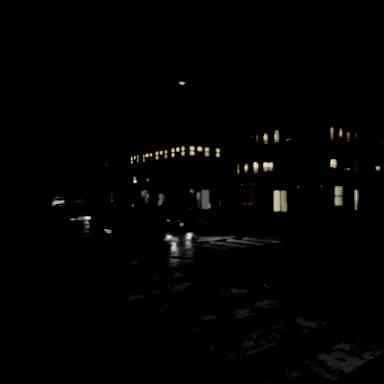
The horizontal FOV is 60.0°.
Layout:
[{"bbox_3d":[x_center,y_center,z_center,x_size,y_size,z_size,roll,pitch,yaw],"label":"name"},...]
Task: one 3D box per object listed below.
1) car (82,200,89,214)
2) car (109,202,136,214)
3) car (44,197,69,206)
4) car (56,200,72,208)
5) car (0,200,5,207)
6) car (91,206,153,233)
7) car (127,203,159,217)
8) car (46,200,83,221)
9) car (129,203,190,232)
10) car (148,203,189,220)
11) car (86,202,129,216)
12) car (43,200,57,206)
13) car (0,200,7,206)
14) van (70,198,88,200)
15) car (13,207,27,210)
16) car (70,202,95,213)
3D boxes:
[{"bbox_3d":[-13.233,1.975,37.921,1.812,1.442,4.674,-1,0,-35],"label":"car"},{"bbox_3d":[-8.778,1.989,41.624,1.802,1.307,4.206,-1,0,-35],"label":"car"},{"bbox_3d":[-23.834,1.887,58.385,2.150,2.045,5.566,-1,0,-35],"label":"car"},{"bbox_3d":[-24.788,2.243,64.199,1.887,1.381,4.507,-1,0,-35],"label":"car"},{"bbox_3d":[-41.230,2.373,72.895,1.967,1.590,4.097,-1,0,-35],"label":"car"},{"bbox_3d":[-4.484,1.827,20.870,1.947,1.339,4.313,-1,0,-35],"label":"car"},{"bbox_3d":[-5.577,1.929,37.109,1.802,1.307,4.206,-1,0,-35],"label":"car"},{"bbox_3d":[-12.415,1.855,32.260,1.967,1.590,4.097,-1,0,-35],"label":"car"},{"bbox_3d":[-2.034,1.726,22.116,2.128,1.511,4.902,-1,0,-35],"label":"car"},{"bbox_3d":[-2.375,1.837,32.594,2.008,1.369,4.403,-1,0,-35],"label":"car"},{"bbox_3d":[-7.525,1.818,29.860,1.882,1.535,5.008,-1,0,-35],"label":"car"},{"bbox_3d":[-31.191,2.376,73.230,1.947,1.339,4.313,-1,0,-35],"label":"car"},{"bbox_3d":[-44.430,2.539,77.411,2.008,1.369,4.403,-1,0,-35],"label":"car"},{"bbox_3d":[-18.389,1.925,55.169,1.690,1.788,3.998,-1,0,-35],"label":"van"},{"bbox_3d":[-28.323,2.233,54.697,1.752,1.417,4.829,-1,0,-35],"label":"car"},{"bbox_3d":[-15.312,2.112,46.377,1.895,1.301,4.718,-1,0,-36],"label":"car"}]
